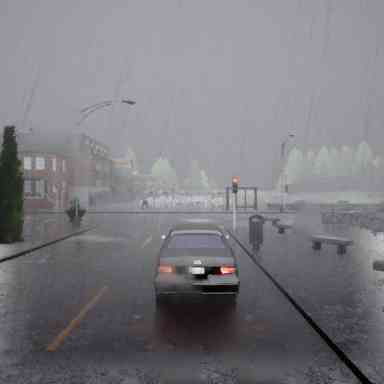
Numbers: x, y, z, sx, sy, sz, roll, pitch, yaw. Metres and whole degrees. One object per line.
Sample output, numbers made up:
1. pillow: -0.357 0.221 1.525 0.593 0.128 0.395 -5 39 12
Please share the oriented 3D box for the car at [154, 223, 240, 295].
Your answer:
1. car: 0.098 1.547 8.855 2.033 1.411 5.357 0 0 0
